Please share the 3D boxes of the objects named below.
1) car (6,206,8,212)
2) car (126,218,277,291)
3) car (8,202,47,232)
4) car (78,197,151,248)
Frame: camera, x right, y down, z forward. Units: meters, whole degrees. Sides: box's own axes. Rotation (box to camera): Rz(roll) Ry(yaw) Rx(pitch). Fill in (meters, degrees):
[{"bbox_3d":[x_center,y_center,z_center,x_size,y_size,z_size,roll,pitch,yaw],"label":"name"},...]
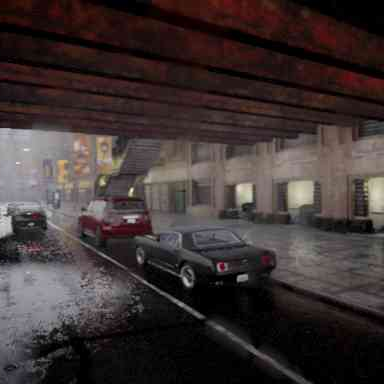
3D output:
[{"bbox_3d":[-18.483,1.747,35.201,2.033,1.411,5.357,-1,0,-30],"label":"car"},{"bbox_3d":[-0.021,1.581,9.118,1.895,1.301,4.718,-1,0,-30],"label":"car"},{"bbox_3d":[-10.491,1.617,21.303,1.837,1.490,4.892,-1,1,-30],"label":"car"},{"bbox_3d":[-3.751,1.257,15.507,2.435,2.045,5.566,-1,0,-30],"label":"car"}]
